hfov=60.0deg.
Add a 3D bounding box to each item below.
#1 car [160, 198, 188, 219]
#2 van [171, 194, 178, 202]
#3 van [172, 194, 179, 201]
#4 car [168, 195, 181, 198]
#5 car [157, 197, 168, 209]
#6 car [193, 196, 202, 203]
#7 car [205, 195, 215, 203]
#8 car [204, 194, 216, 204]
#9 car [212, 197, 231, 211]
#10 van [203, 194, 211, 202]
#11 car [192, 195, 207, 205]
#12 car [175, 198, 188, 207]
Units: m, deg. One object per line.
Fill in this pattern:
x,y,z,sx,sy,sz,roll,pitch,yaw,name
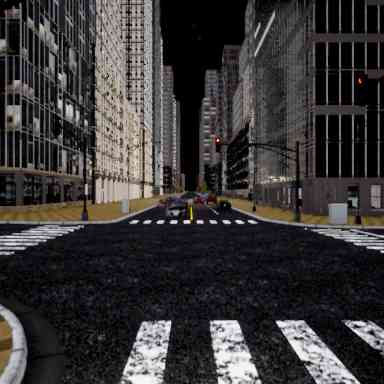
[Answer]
-1.406,1.544,29.463,2.128,1.511,4.902,0,0,-2,car
-4.217,1.415,80.464,1.690,1.788,3.998,0,0,0,van
-4.244,1.415,85.991,1.690,1.788,3.998,0,0,0,van
-1.563,1.555,42.508,2.128,1.511,4.902,0,0,0,car
-4.057,1.648,47.298,1.802,1.307,4.206,0,0,0,car
1.145,1.574,73.263,1.837,1.490,4.892,0,0,0,car
3.716,1.513,69.447,1.967,1.590,4.097,0,0,0,car
3.743,1.387,63.919,2.192,1.841,5.009,0,0,0,car
3.900,1.628,41.810,1.947,1.339,4.313,0,0,0,car
3.663,1.415,80.502,1.690,1.788,3.998,0,0,0,van
1.277,1.673,62.228,1.895,1.301,4.718,0,0,0,car
-1.610,1.670,53.315,1.895,1.301,4.718,0,0,0,car
